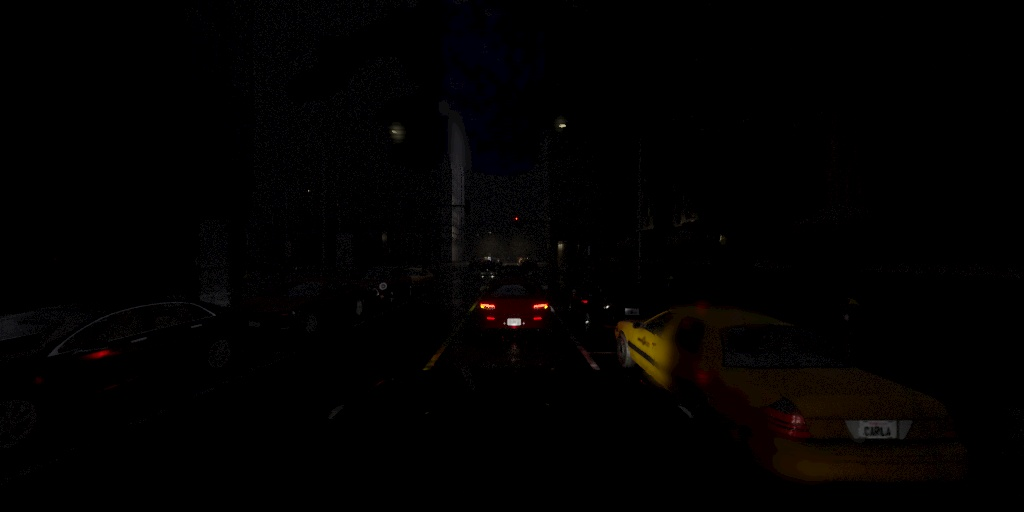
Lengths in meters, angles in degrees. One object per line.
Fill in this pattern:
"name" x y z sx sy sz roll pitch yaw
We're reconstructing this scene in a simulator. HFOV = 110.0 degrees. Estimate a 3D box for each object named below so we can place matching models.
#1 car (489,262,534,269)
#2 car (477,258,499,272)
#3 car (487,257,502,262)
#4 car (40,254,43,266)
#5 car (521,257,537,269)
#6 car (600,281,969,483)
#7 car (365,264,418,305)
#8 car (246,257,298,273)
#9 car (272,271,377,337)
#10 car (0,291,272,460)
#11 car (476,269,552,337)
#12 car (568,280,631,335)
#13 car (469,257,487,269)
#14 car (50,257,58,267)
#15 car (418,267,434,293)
"car" 0.001 1.256 19.002 1.837 1.490 4.892 0 0 0
"car" -3.074 1.306 46.448 2.033 1.411 5.357 0 0 -2
"car" -3.139 1.291 61.866 1.812 1.442 4.674 0 0 0
"car" -46.038 0.495 32.601 4.718 1.301 1.895 1 0 0
"car" 2.708 1.201 53.183 1.967 1.591 4.097 0 0 0
"car" 2.760 1.275 5.015 1.751 1.417 4.829 0 0 0
"car" -5.776 1.190 15.747 1.967 1.591 4.097 0 0 0
"car" -22.125 0.839 32.638 4.902 1.511 2.128 1 0 0
"car" -5.771 1.295 10.290 1.888 1.381 4.507 0 0 0
"car" -5.764 1.300 4.833 2.007 1.370 4.403 0 0 0
"car" 0.061 1.276 10.135 1.812 1.442 4.674 0 0 0
"car" 2.755 1.316 10.302 1.948 1.339 4.313 0 0 0
"car" -5.823 1.079 58.612 2.192 1.841 5.009 0 0 0
"car" -48.225 0.416 35.712 4.181 1.385 1.994 1 0 0
"car" -5.782 1.277 21.034 1.751 1.417 4.829 0 0 0
